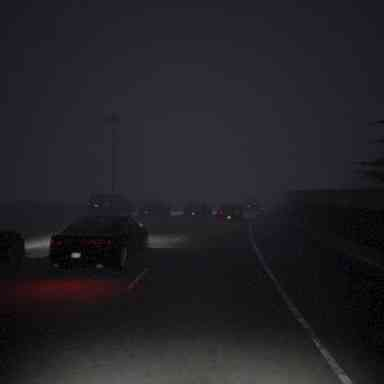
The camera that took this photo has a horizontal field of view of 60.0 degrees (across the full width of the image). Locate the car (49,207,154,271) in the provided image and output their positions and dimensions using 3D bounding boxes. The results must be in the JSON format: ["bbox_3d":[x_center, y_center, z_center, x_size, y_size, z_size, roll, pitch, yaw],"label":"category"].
[{"bbox_3d":[-2.769,1.469,10.989,1.882,1.535,5.008,0,0,5],"label":"car"}]

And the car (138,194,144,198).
[{"bbox_3d":[-10.935,1.281,70.513,2.097,1.767,4.553,0,0,27],"label":"car"}]

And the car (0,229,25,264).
[{"bbox_3d":[-6.447,1.476,8.850,2.128,1.511,4.902,0,0,4],"label":"car"}]

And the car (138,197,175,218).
[{"bbox_3d":[-3.259,1.478,29.888,2.128,1.511,4.902,0,0,13],"label":"car"}]

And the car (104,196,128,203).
[{"bbox_3d":[-15.620,1.483,68.871,2.033,1.411,5.357,0,0,25],"label":"car"}]

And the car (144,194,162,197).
[{"bbox_3d":[-7.490,1.401,69.551,1.812,1.442,4.674,0,0,27],"label":"car"}]

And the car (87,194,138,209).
[{"bbox_3d":[-7.043,1.201,29.103,2.150,2.045,5.566,0,0,12],"label":"car"}]

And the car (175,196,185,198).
[{"bbox_3d":[-2.778,1.469,71.015,2.033,1.411,5.357,0,0,27],"label":"car"}]

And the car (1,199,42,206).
[{"bbox_3d":[-17.040,1.462,33.204,1.837,1.490,4.892,0,0,14],"label":"car"}]

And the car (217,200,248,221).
[{"bbox_3d":[3.252,1.602,27.071,1.895,1.301,4.718,0,0,12],"label":"car"}]

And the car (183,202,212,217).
[{"bbox_3d":[0.660,1.596,31.333,1.895,1.301,4.718,0,0,14],"label":"car"}]

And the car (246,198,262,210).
[{"bbox_3d":[7.624,1.533,42.345,1.812,1.442,4.674,0,0,19],"label":"car"}]
